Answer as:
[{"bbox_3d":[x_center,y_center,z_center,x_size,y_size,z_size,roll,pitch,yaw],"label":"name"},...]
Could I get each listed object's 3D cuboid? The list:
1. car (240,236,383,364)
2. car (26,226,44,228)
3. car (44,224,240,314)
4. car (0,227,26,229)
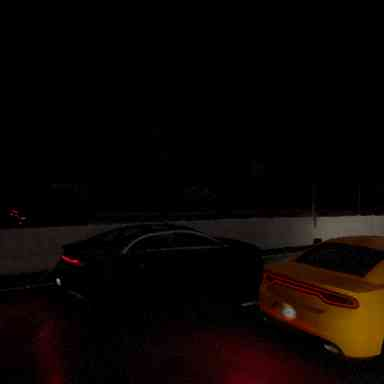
[{"bbox_3d":[3.441,1.527,5.870,5.008,1.535,1.882,1,0,-32],"label":"car"},{"bbox_3d":[-7.972,1.441,19.494,4.181,1.385,1.994,1,0,-33],"label":"car"},{"bbox_3d":[-0.477,1.482,7.556,4.902,1.511,2.128,1,0,-33],"label":"car"},{"bbox_3d":[-10.253,1.062,13.768,5.566,2.045,2.150,1,0,-35],"label":"car"}]
